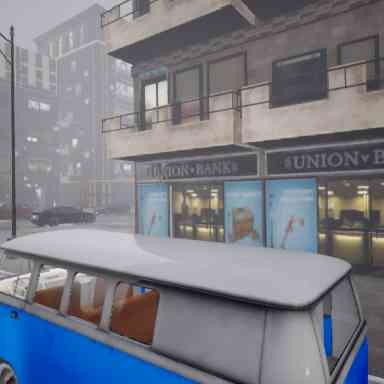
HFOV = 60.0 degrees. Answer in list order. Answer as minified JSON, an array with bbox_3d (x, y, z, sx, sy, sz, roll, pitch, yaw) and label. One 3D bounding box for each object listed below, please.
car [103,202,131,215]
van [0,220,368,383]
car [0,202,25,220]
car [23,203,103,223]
[{"bbox_3d":[-8.644,1.798,36.426,1.947,1.339,4.313,-2,-1,36],"label":"car"},{"bbox_3d":[-0.479,1.342,3.202,3.998,1.788,1.690,0,-1,36],"label":"van"},{"bbox_3d":[-15.324,1.608,27.343,1.967,1.590,4.097,-2,-1,36],"label":"car"},{"bbox_3d":[-8.573,1.583,22.375,1.947,1.339,4.313,-2,-1,36],"label":"car"}]
